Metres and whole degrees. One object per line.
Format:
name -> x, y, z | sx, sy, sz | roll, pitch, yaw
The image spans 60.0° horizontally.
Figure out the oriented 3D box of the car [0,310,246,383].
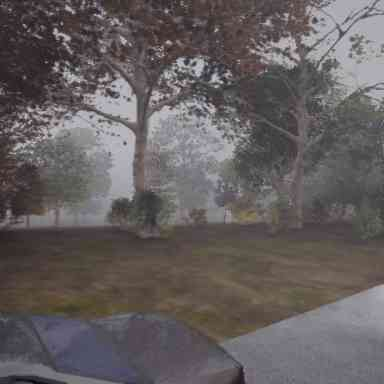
car -> -2.026, 1.552, 1.656 | 5.357, 1.411, 2.033 | 0, 0, -35
